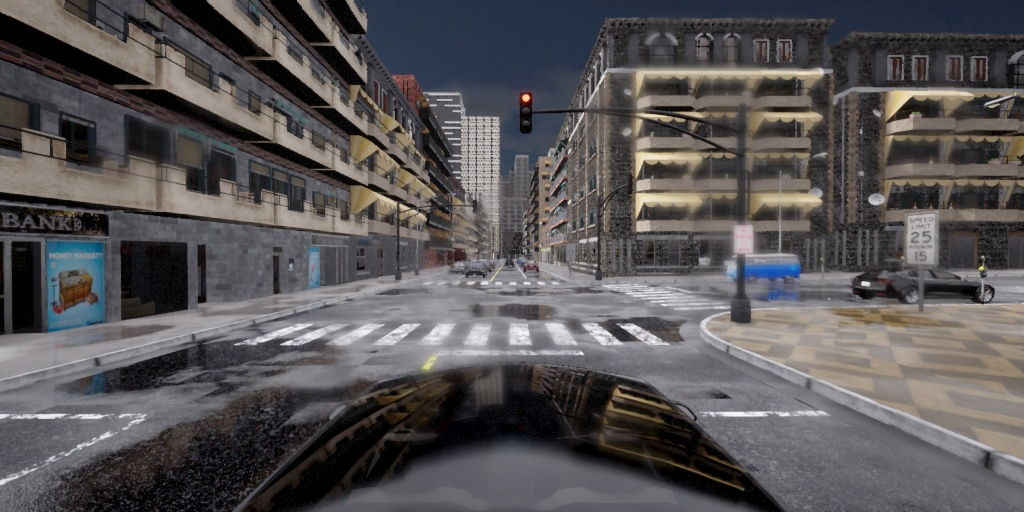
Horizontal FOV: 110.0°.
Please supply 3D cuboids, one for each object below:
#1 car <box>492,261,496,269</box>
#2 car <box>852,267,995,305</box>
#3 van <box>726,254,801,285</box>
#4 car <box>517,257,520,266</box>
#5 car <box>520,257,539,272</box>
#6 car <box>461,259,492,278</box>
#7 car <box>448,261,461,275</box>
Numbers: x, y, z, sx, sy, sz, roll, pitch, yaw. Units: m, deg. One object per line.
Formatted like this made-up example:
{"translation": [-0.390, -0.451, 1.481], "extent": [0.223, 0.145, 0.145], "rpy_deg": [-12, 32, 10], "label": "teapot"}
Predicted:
{"translation": [-3.416, 1.306, 44.620], "extent": [2.033, 1.411, 5.357], "rpy_deg": [0, 0, 0], "label": "car"}
{"translation": [15.686, 1.078, 13.836], "extent": [4.313, 1.339, 1.948], "rpy_deg": [0, 0, -1], "label": "car"}
{"translation": [15.505, 0.783, 22.214], "extent": [3.998, 1.789, 1.690], "rpy_deg": [0, 0, -1], "label": "van"}
{"translation": [2.240, 1.320, 62.105], "extent": [2.007, 1.370, 4.403], "rpy_deg": [0, 0, 0], "label": "car"}
{"translation": [2.364, 1.199, 45.522], "extent": [1.967, 1.591, 4.097], "rpy_deg": [0, 0, 0], "label": "car"}
{"translation": [-3.340, 1.300, 34.536], "extent": [2.033, 1.411, 5.357], "rpy_deg": [0, 0, 0], "label": "car"}
{"translation": [-5.975, 1.306, 39.937], "extent": [2.007, 1.370, 4.403], "rpy_deg": [0, 0, 0], "label": "car"}
